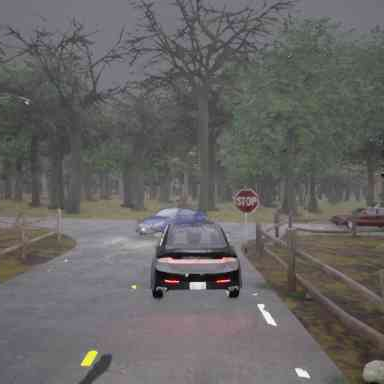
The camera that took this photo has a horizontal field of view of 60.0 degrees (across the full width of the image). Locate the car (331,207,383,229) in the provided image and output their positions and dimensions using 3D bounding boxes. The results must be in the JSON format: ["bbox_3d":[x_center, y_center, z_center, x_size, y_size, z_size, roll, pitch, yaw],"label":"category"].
[{"bbox_3d":[12.591,1.807,23.874,5.008,1.535,1.882,1,0,-2],"label":"car"}]

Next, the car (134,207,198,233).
[{"bbox_3d":[-0.980,1.525,17.712,1.812,1.442,4.674,-1,-1,35],"label":"car"}]

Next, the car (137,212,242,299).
[{"bbox_3d":[0.032,1.490,8.473,2.128,1.511,4.902,0,0,-2],"label":"car"}]
